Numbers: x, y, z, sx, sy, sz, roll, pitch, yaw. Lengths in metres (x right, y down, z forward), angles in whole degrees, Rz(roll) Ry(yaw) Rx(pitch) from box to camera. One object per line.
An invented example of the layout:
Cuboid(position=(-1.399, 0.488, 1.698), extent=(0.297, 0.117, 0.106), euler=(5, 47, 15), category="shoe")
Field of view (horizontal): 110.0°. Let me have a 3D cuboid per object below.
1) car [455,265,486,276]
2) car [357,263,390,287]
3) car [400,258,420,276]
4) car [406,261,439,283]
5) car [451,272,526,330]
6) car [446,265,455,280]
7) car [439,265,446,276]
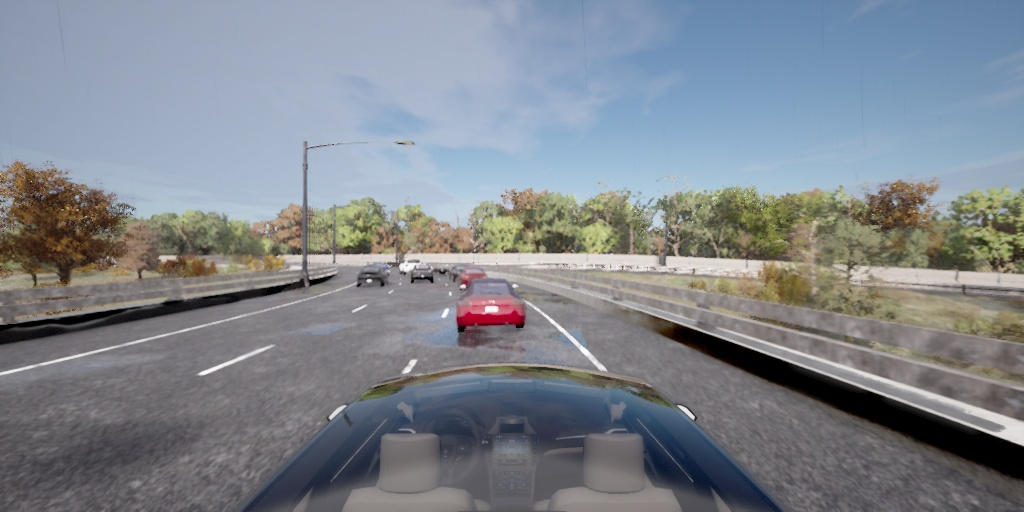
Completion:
Cuboid(position=(-2.637, 1.448, 24.068), extent=(1.812, 1.442, 4.674), euler=(0, -1, -12), category="car")
Cuboid(position=(-10.394, 1.466, 26.995), extent=(1.837, 1.490, 4.892), euler=(0, 0, -14), category="car")
Cuboid(position=(-12.524, 1.315, 44.371), extent=(2.150, 2.045, 5.566), euler=(0, 0, -24), category="car")
Cuboid(position=(-7.920, 1.475, 31.359), extent=(2.128, 1.511, 4.902), euler=(0, -1, -16), category="car")
Cuboid(position=(-0.719, 1.387, 11.462), extent=(1.994, 1.385, 4.181), euler=(0, 0, -5), category="car")
Cuboid(position=(-4.635, 1.513, 32.458), extent=(1.812, 1.442, 4.674), euler=(0, 0, -16), category="car")
Cuboid(position=(-8.132, 1.672, 42.709), extent=(1.895, 1.301, 4.718), euler=(0, 0, -21), category="car")
